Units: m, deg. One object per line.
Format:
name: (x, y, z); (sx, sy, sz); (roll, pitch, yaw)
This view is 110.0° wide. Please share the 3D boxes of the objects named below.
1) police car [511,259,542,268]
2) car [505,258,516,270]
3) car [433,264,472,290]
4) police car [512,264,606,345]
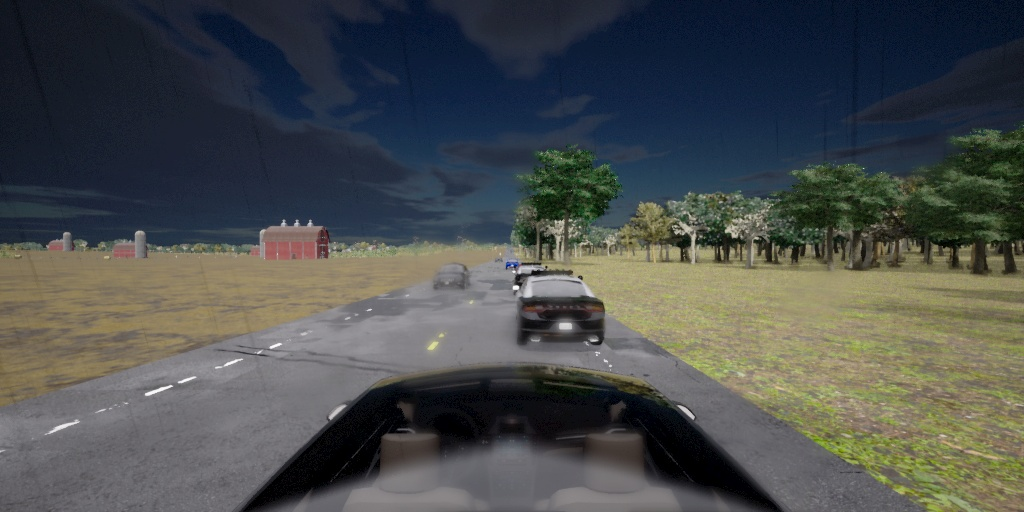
police car: (1.053, 1.164, 19.613); (1.930, 1.638, 5.238); (0, 0, 0)
car: (0.071, 1.147, 51.655); (1.882, 1.535, 5.008); (0, 0, 0)
car: (-3.597, 1.241, 22.208); (1.837, 1.490, 4.892); (0, 0, 0)
police car: (1.052, 1.171, 9.612); (1.930, 1.638, 5.238); (0, 0, 0)
